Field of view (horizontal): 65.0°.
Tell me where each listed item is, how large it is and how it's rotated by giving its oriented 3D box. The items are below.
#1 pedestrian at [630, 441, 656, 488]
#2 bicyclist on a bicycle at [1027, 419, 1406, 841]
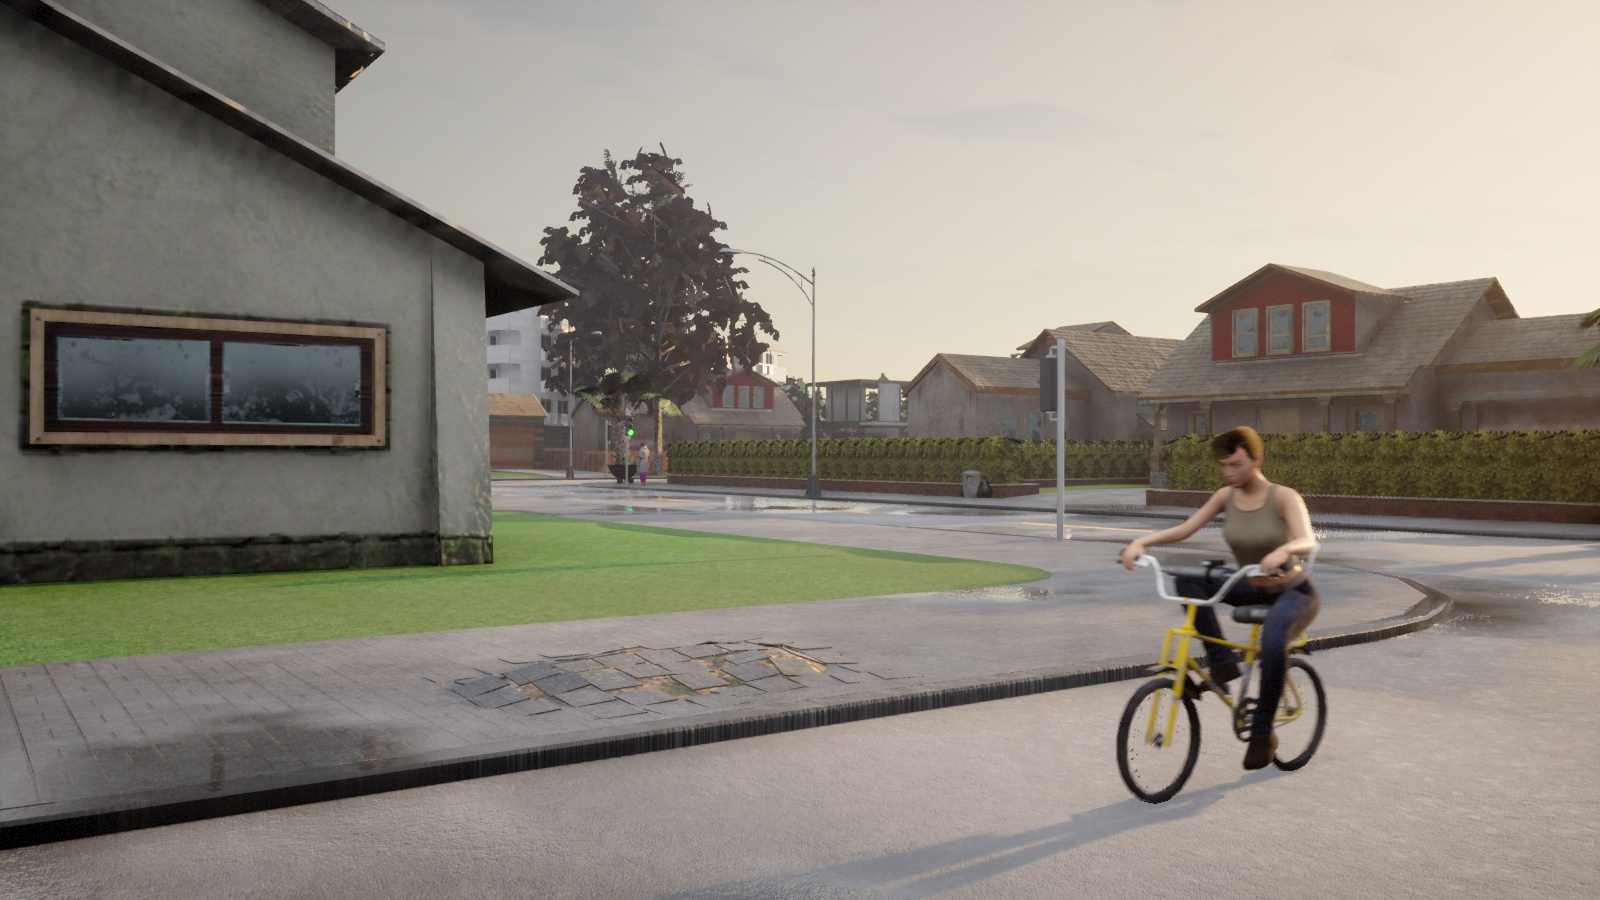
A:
[{"bbox_3d":[-6.603,0.598,52.738,0.873,1.952,0.659,0,0,35],"label":"pedestrian"},{"bbox_3d":[1.866,0.691,5.591,1.509,1.612,0.866,0,0,-35],"label":"bicyclist on a bicycle"}]
